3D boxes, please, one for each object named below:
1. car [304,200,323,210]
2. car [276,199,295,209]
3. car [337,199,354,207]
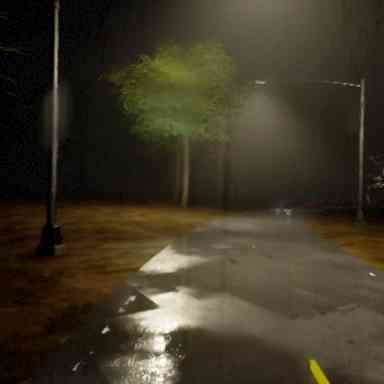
[{"bbox_3d":[18.329,1.903,50.159,1.994,1.385,4.181,2,0,32],"label":"car"},{"bbox_3d":[13.966,1.743,49.226,1.812,1.442,4.674,2,0,31],"label":"car"},{"bbox_3d":[30.081,2.196,65.224,1.837,1.490,4.892,2,0,45],"label":"car"}]
